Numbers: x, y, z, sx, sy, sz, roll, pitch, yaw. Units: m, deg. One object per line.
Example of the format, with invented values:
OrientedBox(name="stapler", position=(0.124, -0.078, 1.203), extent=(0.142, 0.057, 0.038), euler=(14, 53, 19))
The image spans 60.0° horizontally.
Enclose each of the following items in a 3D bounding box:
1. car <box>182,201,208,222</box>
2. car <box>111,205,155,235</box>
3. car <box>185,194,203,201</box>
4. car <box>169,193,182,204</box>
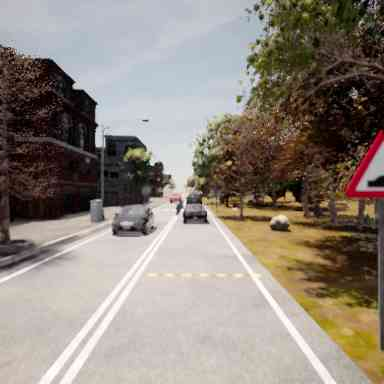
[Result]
OrientedBox(name="car", position=(0.234, 1.619, 26.513), extent=(1.895, 1.301, 4.718), euler=(0, 0, 0))
OrientedBox(name="car", position=(-3.242, 1.508, 19.074), extent=(2.128, 1.511, 4.902), euler=(0, 0, 1))
OrientedBox(name="car", position=(0.300, 1.215, 44.587), extent=(2.150, 2.045, 5.566), euler=(0, 0, 0))
OrientedBox(name="car", position=(-3.043, 1.154, 62.959), extent=(2.150, 2.045, 5.566), euler=(0, 0, 0))
